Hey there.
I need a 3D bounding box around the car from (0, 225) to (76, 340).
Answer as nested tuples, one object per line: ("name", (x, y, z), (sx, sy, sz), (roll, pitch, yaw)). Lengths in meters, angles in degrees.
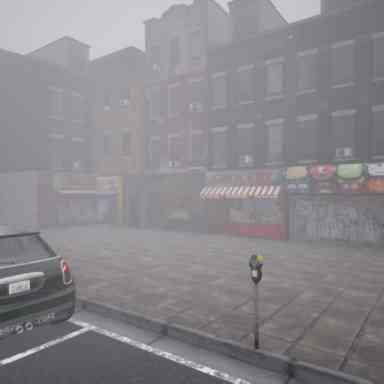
("car", (-4.152, 1.352, 5.905), (4.553, 1.767, 2.097), (0, 0, 35))
